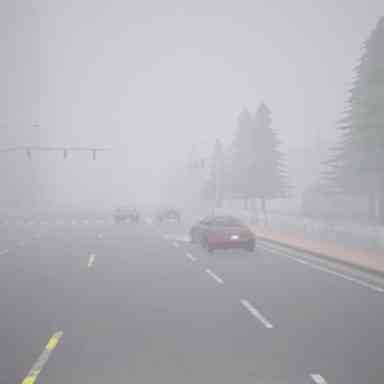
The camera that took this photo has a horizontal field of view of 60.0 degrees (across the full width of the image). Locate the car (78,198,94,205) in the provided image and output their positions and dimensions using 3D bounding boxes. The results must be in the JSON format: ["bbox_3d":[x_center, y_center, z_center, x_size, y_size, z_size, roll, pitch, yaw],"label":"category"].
[{"bbox_3d":[-26.023,2.351,81.698,1.812,1.442,4.674,0,-1,-27],"label":"car"}]

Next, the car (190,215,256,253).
[{"bbox_3d":[1.212,1.715,14.646,1.994,1.385,4.181,0,-1,-12],"label":"car"}]

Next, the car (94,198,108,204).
[{"bbox_3d":[-23.810,2.214,84.797,2.097,1.767,4.553,0,-1,-32],"label":"car"}]

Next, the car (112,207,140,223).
[{"bbox_3d":[-5.637,1.887,28.152,1.895,1.301,4.718,0,-1,-17],"label":"car"}]

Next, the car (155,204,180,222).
[{"bbox_3d":[-2.203,1.827,29.622,1.812,1.442,4.674,0,0,-12],"label":"car"}]
